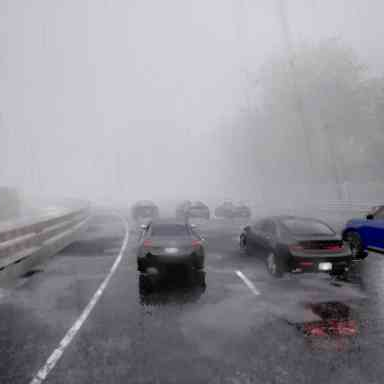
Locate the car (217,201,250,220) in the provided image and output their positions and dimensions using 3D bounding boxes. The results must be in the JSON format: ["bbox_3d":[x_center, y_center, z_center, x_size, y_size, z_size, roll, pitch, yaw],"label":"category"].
[{"bbox_3d":[3.300,1.473,27.406,1.812,1.442,4.674,0,0,-15],"label":"car"}]

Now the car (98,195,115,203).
[{"bbox_3d":[-18.120,1.321,70.187,2.097,1.767,4.553,0,0,-39],"label":"car"}]

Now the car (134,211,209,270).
[{"bbox_3d":[-0.767,1.551,11.015,1.994,1.385,4.181,0,0,-6],"label":"car"}]

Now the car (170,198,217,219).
[{"bbox_3d":[-0.023,1.453,26.308,2.128,1.511,4.902,0,0,-14],"label":"car"}]

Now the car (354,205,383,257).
[{"bbox_3d":[6.498,1.182,9.286,2.150,2.045,5.566,0,0,-6],"label":"car"}]

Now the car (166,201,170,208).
[{"bbox_3d":[-1.898,1.488,43.774,1.994,1.385,4.181,0,0,-27],"label":"car"}]

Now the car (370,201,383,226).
[{"bbox_3d":[14.248,1.411,21.003,2.128,1.511,4.902,0,0,-40],"label":"car"}]

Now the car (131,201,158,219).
[{"bbox_3d":[-4.004,1.452,27.789,1.882,1.535,5.008,0,0,-15],"label":"car"}]

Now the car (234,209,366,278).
[{"bbox_3d":[2.841,1.479,10.127,1.837,1.490,4.892,0,0,-6],"label":"car"}]
